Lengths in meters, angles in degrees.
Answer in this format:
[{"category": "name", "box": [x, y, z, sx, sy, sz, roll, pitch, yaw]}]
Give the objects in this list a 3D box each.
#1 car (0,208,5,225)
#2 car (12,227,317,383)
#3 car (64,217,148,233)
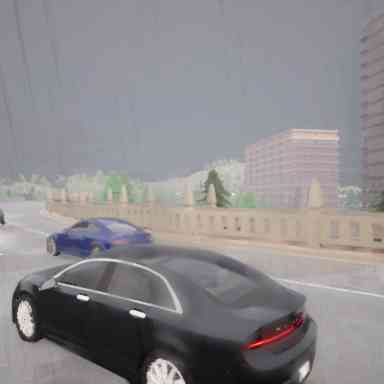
[{"category": "car", "box": [-15.169, 1.661, 24.790, 1.812, 1.442, 4.674, 0, 0, -37]}, {"category": "car", "box": [-0.788, 1.533, 4.812, 4.892, 1.490, 1.837, 0, 0, 38]}, {"category": "car", "box": [-3.208, 1.591, 11.427, 4.674, 1.442, 1.812, 0, 0, 42]}]
